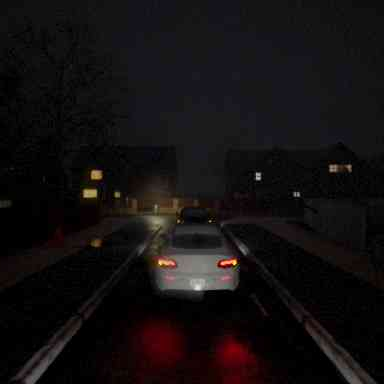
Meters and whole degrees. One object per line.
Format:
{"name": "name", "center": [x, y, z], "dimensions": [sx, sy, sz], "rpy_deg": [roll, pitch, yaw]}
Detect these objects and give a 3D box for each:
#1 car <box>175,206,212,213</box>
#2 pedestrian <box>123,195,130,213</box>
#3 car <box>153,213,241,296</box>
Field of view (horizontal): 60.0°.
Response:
{"name": "car", "center": [0.084, 1.469, 17.376], "dimensions": [1.812, 1.442, 4.674], "rpy_deg": [0, 0, -1]}
{"name": "pedestrian", "center": [-6.696, 1.246, 33.834], "dimensions": [0.375, 1.860, 0.375], "rpy_deg": [0, -1, 1]}
{"name": "car", "center": [0.107, 1.498, 8.437], "dimensions": [1.812, 1.442, 4.674], "rpy_deg": [0, 0, 0]}
